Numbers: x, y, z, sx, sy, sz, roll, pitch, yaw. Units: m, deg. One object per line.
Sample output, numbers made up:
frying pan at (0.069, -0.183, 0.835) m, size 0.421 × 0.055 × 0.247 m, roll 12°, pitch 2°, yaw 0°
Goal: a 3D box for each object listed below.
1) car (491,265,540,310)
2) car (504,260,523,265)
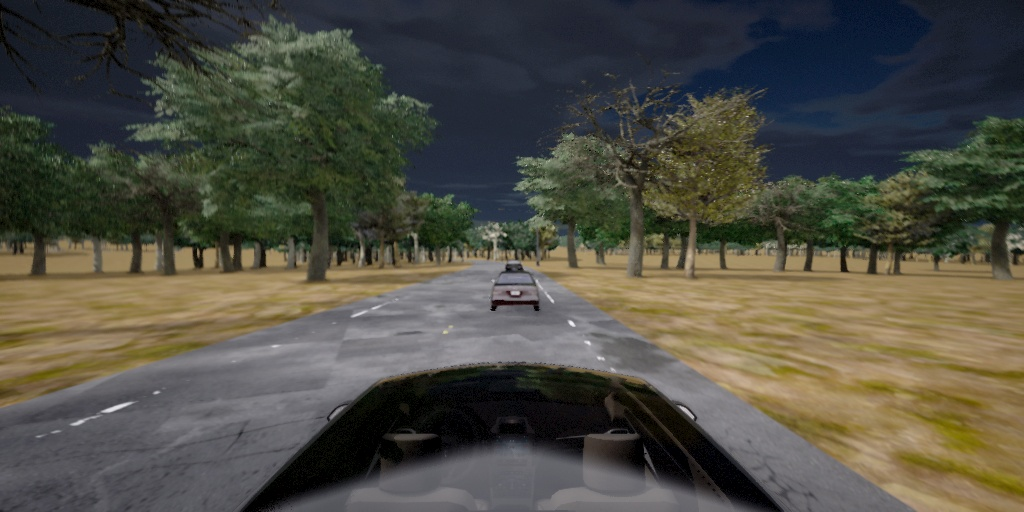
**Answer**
car at (0.121, 1.289, 14.625) m, size 2.033 × 1.411 × 5.357 m, roll 0°, pitch 0°, yaw 0°
car at (0.176, 1.159, 39.333) m, size 1.882 × 1.535 × 5.008 m, roll 0°, pitch 0°, yaw 0°
